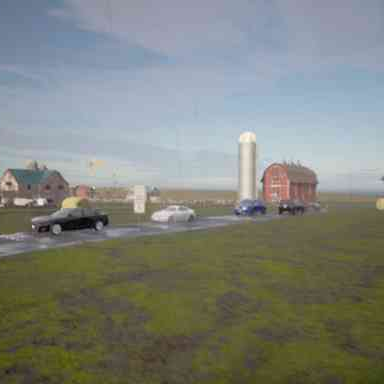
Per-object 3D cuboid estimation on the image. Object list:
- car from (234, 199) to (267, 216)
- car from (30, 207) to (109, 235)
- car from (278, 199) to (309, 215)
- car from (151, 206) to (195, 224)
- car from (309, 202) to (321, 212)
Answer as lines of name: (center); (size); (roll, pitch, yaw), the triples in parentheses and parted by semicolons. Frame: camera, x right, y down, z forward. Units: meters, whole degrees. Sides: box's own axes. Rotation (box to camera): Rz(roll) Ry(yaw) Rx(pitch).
car: (7.280, 1.853, 41.117); (2.150, 2.045, 5.566); (1, 0, 37)
car: (-7.582, 1.738, 20.941); (1.882, 1.535, 5.008); (1, 0, 35)
car: (13.374, 1.984, 44.435); (2.150, 2.045, 5.566); (1, 0, 36)
car: (-1.522, 1.935, 29.214); (1.812, 1.442, 4.674); (1, 0, 37)
car: (19.386, 2.430, 53.351); (1.837, 1.490, 4.892); (1, -1, 28)
